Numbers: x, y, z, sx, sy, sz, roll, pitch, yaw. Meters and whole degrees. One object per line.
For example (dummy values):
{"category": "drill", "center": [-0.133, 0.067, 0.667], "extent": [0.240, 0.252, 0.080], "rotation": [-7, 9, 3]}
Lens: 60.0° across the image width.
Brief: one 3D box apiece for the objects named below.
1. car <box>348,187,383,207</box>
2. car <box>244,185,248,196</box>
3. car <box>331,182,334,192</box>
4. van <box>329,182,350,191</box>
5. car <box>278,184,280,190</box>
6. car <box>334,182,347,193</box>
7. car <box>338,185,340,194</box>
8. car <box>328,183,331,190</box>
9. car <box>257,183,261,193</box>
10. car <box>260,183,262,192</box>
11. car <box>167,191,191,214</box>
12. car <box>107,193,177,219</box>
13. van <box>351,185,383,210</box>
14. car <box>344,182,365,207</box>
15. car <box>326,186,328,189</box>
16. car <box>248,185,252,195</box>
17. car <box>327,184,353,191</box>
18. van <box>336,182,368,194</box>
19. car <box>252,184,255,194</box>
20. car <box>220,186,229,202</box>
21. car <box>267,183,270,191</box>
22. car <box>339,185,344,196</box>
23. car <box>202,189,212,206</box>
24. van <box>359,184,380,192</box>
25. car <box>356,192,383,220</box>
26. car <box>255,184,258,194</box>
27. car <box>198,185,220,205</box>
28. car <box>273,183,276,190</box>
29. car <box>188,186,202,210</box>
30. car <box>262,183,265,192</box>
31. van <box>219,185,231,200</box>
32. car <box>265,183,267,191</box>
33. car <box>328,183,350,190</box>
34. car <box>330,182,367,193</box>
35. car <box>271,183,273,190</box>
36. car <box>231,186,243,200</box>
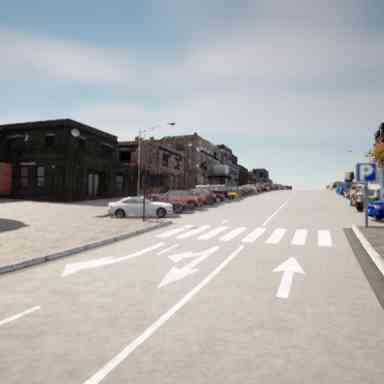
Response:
{"category": "car", "center": [17.209, 0.430, 30.684], "extent": [4.553, 1.767, 2.185], "rotation": [0, 2, 1]}
{"category": "car", "center": [5.242, 0.111, 48.664], "extent": [4.792, 1.488, 2.163], "rotation": [-1, 1, 0]}
{"category": "car", "center": [24.780, -0.455, 50.334], "extent": [5.566, 2.045, 2.435], "rotation": [0, 2, 0]}
{"category": "van", "center": [36.004, -1.350, 81.220], "extent": [4.442, 1.987, 1.878], "rotation": [0, 1, 1]}
{"category": "car", "center": [20.400, -1.130, 89.973], "extent": [4.792, 1.488, 2.163], "rotation": [-1, 0, 1]}
{"category": "car", "center": [22.683, -0.238, 44.697], "extent": [5.566, 2.045, 2.435], "rotation": [0, 2, 1]}
{"category": "car", "center": [21.613, 0.151, 41.891], "extent": [4.792, 1.488, 2.163], "rotation": [0, 2, 1]}
{"category": "car", "center": [27.643, -0.525, 58.780], "extent": [5.366, 1.575, 1.946], "rotation": [0, 2, 0]}
{"category": "car", "center": [9.211, -0.337, 59.696], "extent": [5.008, 1.535, 2.097], "rotation": [-2, 2, 0]}
{"category": "car", "center": [10.236, -0.565, 62.446], "extent": [4.553, 1.767, 2.185], "rotation": [-2, 2, 0]}
{"category": "car", "center": [-2.663, 0.951, 26.497], "extent": [4.792, 1.488, 2.163], "rotation": [-1, 1, 0]}
{"category": "car", "center": [-3.675, 1.068, 23.715], "extent": [4.674, 1.452, 2.002], "rotation": [-1, 1, -1]}
{"category": "van", "center": [16.026, 0.438, 27.883], "extent": [4.442, 1.987, 1.878], "rotation": [0, 2, 2]}
{"category": "car", "center": [15.017, 0.521, 25.091], "extent": [5.566, 2.045, 2.435], "rotation": [0, 2, 2]}
{"category": "car", "center": [31.772, -0.877, 70.009], "extent": [5.366, 1.575, 1.946], "rotation": [0, 2, 0]}
{"category": "car", "center": [6.200, -0.023, 51.428], "extent": [5.008, 1.535, 2.097], "rotation": [-1, 1, 0]}
{"category": "car", "center": [34.890, -1.073, 78.421], "extent": [5.366, 1.575, 1.946], "rotation": [0, 2, 0]}
{"category": "van", "center": [26.919, -0.645, 55.962], "extent": [4.442, 1.987, 1.878], "rotation": [0, 2, 0]}
{"category": "car", "center": [7.209, -0.127, 54.182], "extent": [4.892, 1.521, 2.231], "rotation": [-1, 2, 0]}
{"category": "car", "center": [1.245, 0.501, 37.610], "extent": [5.008, 1.535, 2.097], "rotation": [-1, 1, 0]}
{"category": "car", "center": [13.240, -0.719, 70.714], "extent": [5.008, 1.535, 2.097], "rotation": [-1, 2, 0]}
{"category": "car", "center": [20.517, 0.232, 39.077], "extent": [4.892, 1.521, 2.231], "rotation": [0, 2, 1]}
{"category": "car", "center": [-0.752, 0.742, 32.050], "extent": [4.792, 1.488, 2.163], "rotation": [-1, 2, 0]}
{"category": "van", "center": [14.066, 0.655, 22.306], "extent": [4.442, 1.987, 1.878], "rotation": [0, 2, 2]}
{"category": "car", "center": [12.848, 0.988, 19.529], "extent": [5.008, 1.535, 2.097], "rotation": [0, 2, 2]}
{"category": "car", "center": [8.211, -0.231, 56.936], "extent": [4.892, 1.521, 2.231], "rotation": [-2, 2, 0]}
{"category": "car", "center": [0.291, 0.481, 34.822], "extent": [4.553, 1.767, 2.185], "rotation": [-2, 2, 0]}
{"category": "car", "center": [16.242, -1.193, 78.962], "extent": [5.566, 2.045, 2.435], "rotation": [-1, 1, 0]}
{"category": "car", "center": [-1.681, 0.691, 29.265], "extent": [4.553, 1.767, 2.185], "rotation": [-1, 2, 0]}
{"category": "car", "center": [11.213, -0.498, 65.216], "extent": [4.674, 1.452, 2.002], "rotation": [-1, 1, 0]}
{"category": "van", "center": [2.116, 0.174, 40.370], "extent": [4.442, 1.987, 1.878], "rotation": [-1, 2, 0]}
{"category": "car", "center": [12.250, -0.757, 67.953], "extent": [4.553, 1.767, 2.185], "rotation": [-1, 2, 0]}
{"category": "car", "center": [37.137, -1.295, 84.035], "extent": [4.553, 1.767, 2.185], "rotation": [0, 1, 1]}
{"category": "car", "center": [28.885, -0.870, 61.583], "extent": [5.566, 2.045, 2.435], "rotation": [0, 2, 0]}
{"category": "car", "center": [15.076, -0.874, 76.222], "extent": [5.366, 1.575, 1.946], "rotation": [-1, 1, 0]}
{"category": "car", "center": [3.415, 0.284, 43.142], "extent": [5.366, 1.575, 1.946], "rotation": [-1, 1, 0]}
